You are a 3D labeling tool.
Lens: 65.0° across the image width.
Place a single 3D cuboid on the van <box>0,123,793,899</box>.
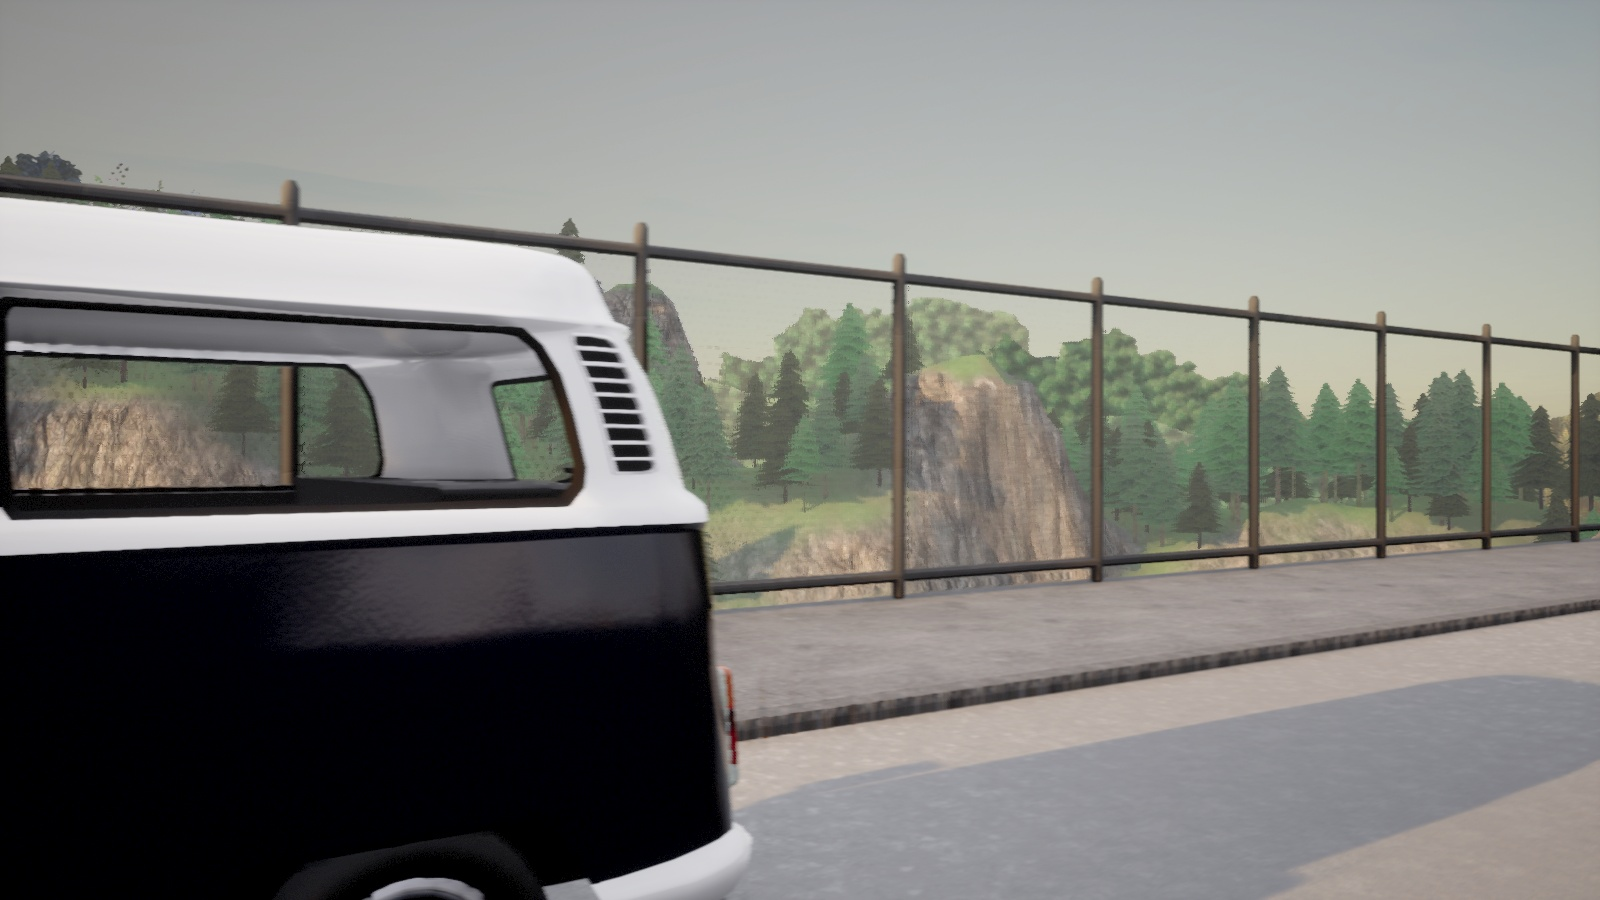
[{"bbox_3d":[-2.447,0.480,2.566,4.480,2.038,2.069,0,0,-35],"label":"van"}]
